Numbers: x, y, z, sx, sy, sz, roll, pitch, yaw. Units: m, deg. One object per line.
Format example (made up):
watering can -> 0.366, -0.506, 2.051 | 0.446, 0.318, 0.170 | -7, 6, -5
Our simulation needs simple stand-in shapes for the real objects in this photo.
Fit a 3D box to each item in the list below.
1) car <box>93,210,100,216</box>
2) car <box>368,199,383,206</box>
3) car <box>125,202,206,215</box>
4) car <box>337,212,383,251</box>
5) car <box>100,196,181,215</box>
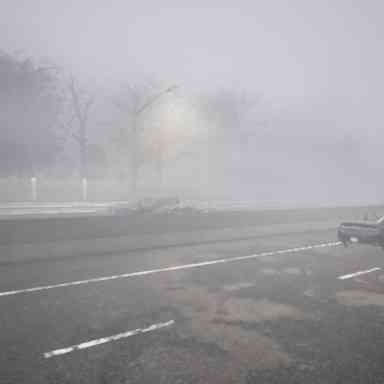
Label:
car -> -5.495, 1.619, 25.861 | 4.181, 1.385, 1.994 | 0, 0, -35
car -> 28.385, 1.825, 49.951 | 4.674, 1.442, 1.812 | 0, 0, -35
car -> -1.254, 1.561, 20.289 | 4.892, 1.490, 1.837 | 0, 0, -35
car -> 7.983, 1.565, 13.733 | 4.902, 1.511, 2.128 | 0, 0, -35
car -> -3.173, 1.278, 23.219 | 5.566, 2.045, 2.150 | 0, 0, -35
